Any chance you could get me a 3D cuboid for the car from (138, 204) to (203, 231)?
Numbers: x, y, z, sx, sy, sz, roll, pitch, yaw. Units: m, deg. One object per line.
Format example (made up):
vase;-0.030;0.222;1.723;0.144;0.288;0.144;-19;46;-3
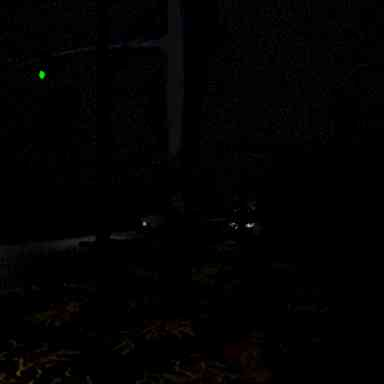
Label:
car;-1.198;1.492;20.335;2.128;1.511;4.902;0;0;35
